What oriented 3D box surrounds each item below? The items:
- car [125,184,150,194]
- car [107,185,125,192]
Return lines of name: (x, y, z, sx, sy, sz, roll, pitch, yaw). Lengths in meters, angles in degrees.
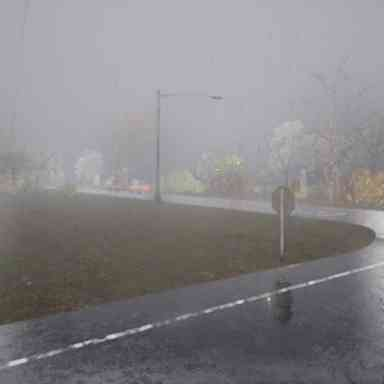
car: (-8.611, -0.594, 54.230, 2.097, 1.767, 4.553, 0, 2, -35)
car: (-14.176, -0.657, 62.126, 1.895, 1.301, 4.718, 0, 2, -35)
